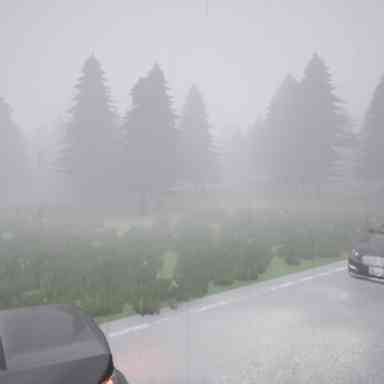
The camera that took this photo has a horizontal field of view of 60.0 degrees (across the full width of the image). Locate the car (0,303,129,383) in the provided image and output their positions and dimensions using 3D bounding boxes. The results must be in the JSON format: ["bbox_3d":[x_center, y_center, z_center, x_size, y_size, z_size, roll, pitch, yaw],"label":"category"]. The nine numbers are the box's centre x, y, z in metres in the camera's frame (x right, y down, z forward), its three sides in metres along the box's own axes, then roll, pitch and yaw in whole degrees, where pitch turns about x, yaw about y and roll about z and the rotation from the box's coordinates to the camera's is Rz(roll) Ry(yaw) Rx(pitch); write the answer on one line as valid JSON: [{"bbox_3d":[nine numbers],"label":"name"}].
[{"bbox_3d":[-3.075,1.583,1.893,5.357,1.411,2.033,-2,1,-33],"label":"car"}]

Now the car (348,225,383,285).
[{"bbox_3d":[5.725,1.280,8.107,4.902,1.511,2.128,-2,1,-36],"label":"car"}]
